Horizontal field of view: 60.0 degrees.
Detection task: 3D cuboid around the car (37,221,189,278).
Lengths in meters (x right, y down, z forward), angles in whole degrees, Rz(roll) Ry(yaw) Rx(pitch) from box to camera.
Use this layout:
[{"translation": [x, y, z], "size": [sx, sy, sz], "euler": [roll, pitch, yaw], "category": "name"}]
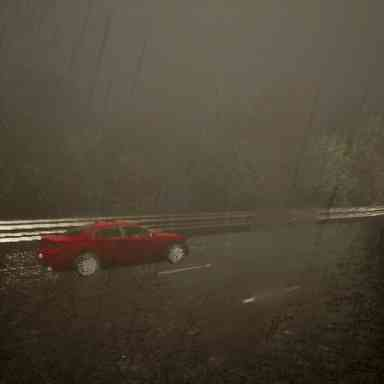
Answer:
[{"translation": [-2.385, 1.710, 11.059], "size": [5.008, 1.535, 1.882], "euler": [1, -2, -37], "category": "car"}]
